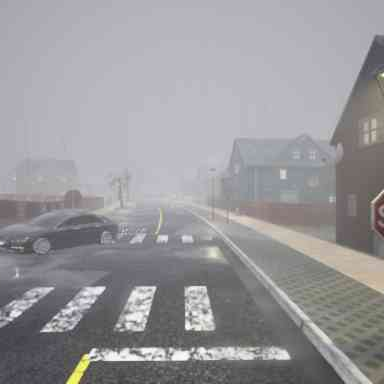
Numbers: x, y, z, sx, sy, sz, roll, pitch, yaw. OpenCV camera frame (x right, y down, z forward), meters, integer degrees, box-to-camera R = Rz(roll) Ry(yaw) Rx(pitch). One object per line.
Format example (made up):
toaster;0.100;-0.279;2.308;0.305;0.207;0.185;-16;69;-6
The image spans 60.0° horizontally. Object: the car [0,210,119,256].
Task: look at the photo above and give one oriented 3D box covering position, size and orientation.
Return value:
car;-5.083;1.510;13.268;1.837;1.490;4.892;7;3;33
